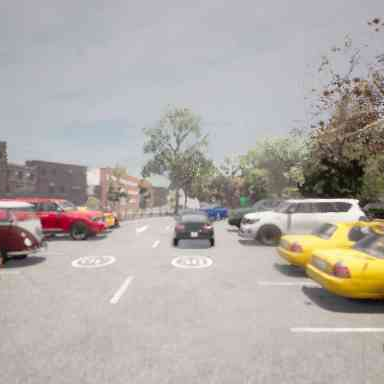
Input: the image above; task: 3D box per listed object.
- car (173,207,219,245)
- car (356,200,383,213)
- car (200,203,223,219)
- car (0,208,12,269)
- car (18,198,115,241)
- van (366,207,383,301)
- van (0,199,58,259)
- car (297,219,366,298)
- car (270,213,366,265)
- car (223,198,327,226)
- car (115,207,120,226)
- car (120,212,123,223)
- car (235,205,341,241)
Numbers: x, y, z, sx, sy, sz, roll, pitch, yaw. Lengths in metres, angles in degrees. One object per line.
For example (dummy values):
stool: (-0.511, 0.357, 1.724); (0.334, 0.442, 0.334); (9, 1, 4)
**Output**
car: (0.089, 1.638, 16.064); (1.812, 1.442, 4.674); (0, -1, 0)
car: (18.487, 1.788, 31.382); (4.553, 1.767, 2.097); (0, -2, 13)
car: (2.116, 1.914, 31.640); (1.882, 1.535, 5.008); (-2, -2, 26)
car: (-7.146, 1.378, 7.794); (4.553, 1.767, 2.185); (0, 0, 0)
car: (-7.158, 1.352, 17.024); (5.566, 2.045, 2.435); (0, -1, 0)
van: (4.974, 1.262, 4.230); (4.442, 1.987, 1.878); (0, 0, 0)
van: (-7.062, 1.304, 10.832); (4.442, 1.987, 1.878); (0, -1, 0)
car: (5.276, 1.498, 7.023); (5.366, 1.575, 1.946); (0, 0, 0)
car: (5.276, 1.517, 9.684); (5.366, 1.575, 1.946); (0, -1, 0)
car: (5.035, 1.422, 20.866); (5.566, 2.045, 2.435); (0, -1, 0)
car: (-7.195, 1.654, 19.937); (5.008, 1.535, 2.097); (0, -1, 0)
car: (-7.183, 1.583, 22.975); (4.553, 1.767, 2.185); (0, -1, 0)
car: (5.070, 1.627, 18.193); (4.892, 1.521, 2.231); (0, -1, 0)
